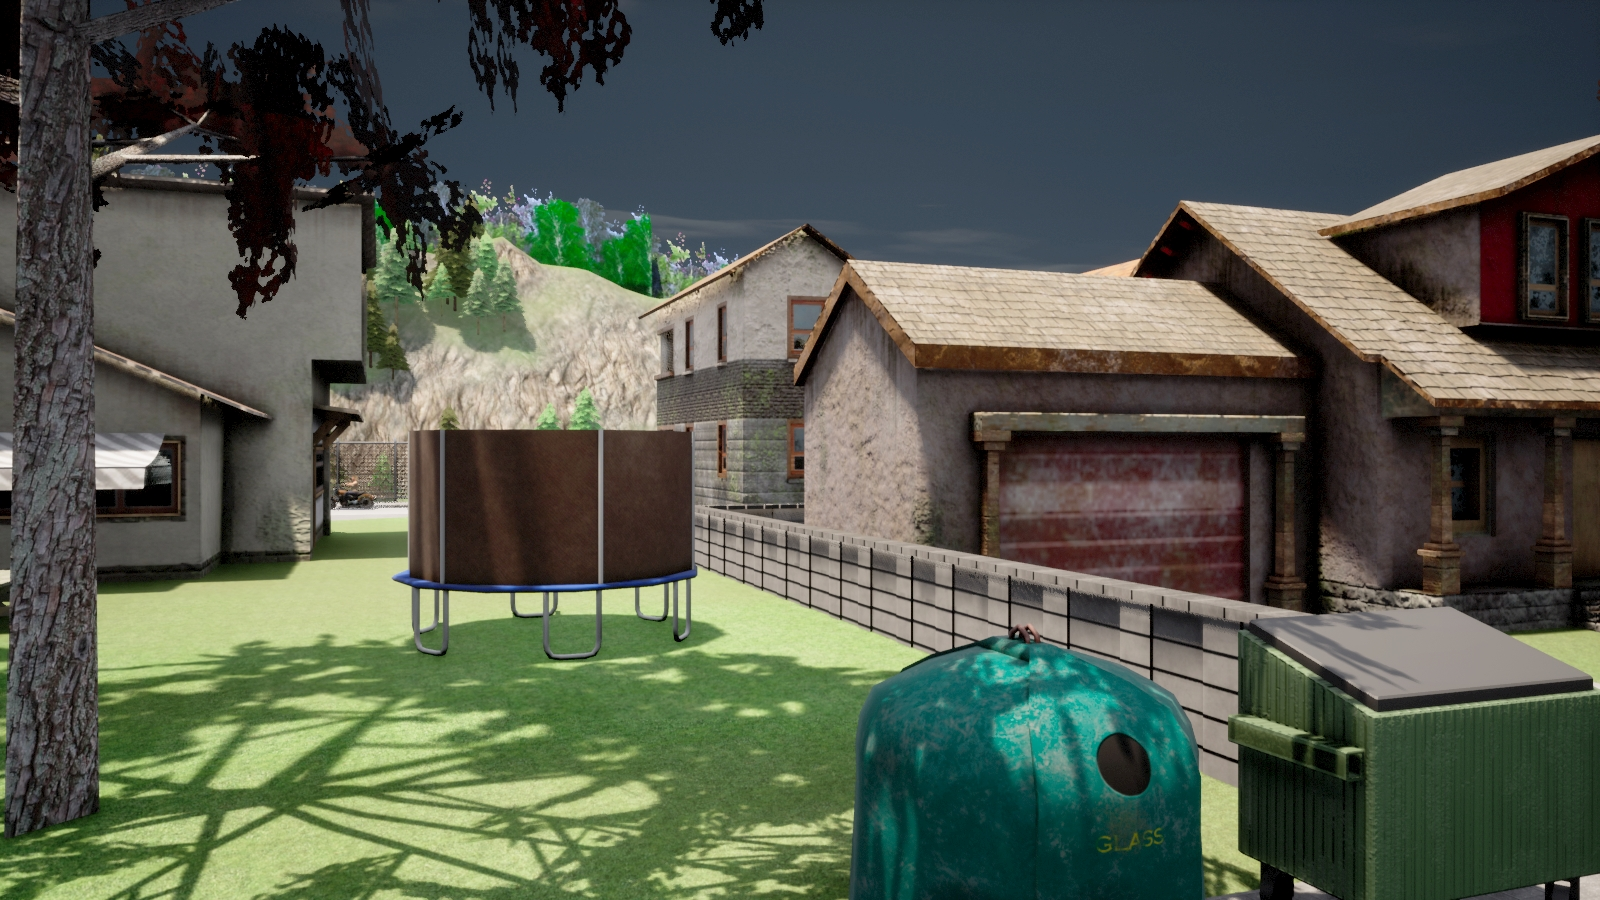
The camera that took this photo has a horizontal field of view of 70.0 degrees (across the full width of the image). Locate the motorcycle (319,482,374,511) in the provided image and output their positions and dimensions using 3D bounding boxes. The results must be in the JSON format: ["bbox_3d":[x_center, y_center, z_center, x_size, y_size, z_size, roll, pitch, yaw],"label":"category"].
[{"bbox_3d":[-21.076,2.155,53.114,2.356,1.307,0.764,0,0,-20],"label":"motorcycle"}]
